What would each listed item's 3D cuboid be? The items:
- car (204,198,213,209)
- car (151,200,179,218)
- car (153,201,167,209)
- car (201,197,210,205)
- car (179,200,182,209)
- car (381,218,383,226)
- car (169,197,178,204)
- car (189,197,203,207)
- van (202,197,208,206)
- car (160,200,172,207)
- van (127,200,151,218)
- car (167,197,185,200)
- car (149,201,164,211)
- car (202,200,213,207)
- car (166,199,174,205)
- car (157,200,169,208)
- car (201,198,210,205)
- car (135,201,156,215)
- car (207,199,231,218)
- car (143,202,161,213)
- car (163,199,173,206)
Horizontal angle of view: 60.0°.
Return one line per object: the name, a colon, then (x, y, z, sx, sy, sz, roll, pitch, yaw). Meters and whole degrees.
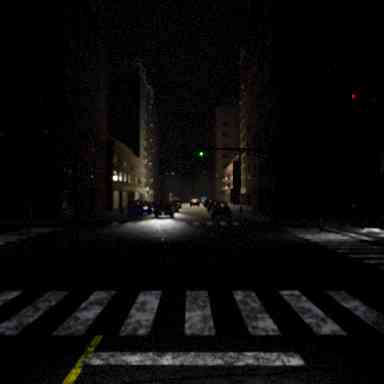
car: (3.024, 1.932, 45.718, 1.967, 1.590, 4.097, 0, -1, 0)
car: (-2.821, 1.866, 34.928, 2.128, 1.511, 4.902, 0, -1, 1)
car: (-5.410, 2.178, 57.117, 1.947, 1.339, 4.313, 0, -1, 0)
car: (3.344, 2.221, 85.401, 2.192, 1.841, 5.009, 0, -1, 0)
car: (-2.738, 2.084, 45.005, 1.895, 1.301, 4.718, 0, -1, 0)
car: (15.428, 1.798, 21.676, 5.357, 1.411, 2.033, 0, -1, 0)
car: (-5.135, 2.278, 91.127, 2.192, 1.841, 5.009, 0, -1, 0)
car: (0.508, 2.180, 64.375, 2.128, 1.511, 4.902, 0, -1, 0)
van: (3.115, 1.953, 57.057, 1.690, 1.788, 3.998, 0, -1, 0)
car: (-5.318, 2.296, 68.453, 1.947, 1.339, 4.313, 0, -1, 0)
van: (-5.593, 1.710, 34.448, 1.690, 1.788, 3.998, 0, -1, 0)
car: (-2.655, 2.095, 55.155, 1.837, 1.490, 4.892, 0, 0, 0)
car: (-5.455, 2.134, 51.449, 1.802, 1.307, 4.206, 0, -1, 0)
car: (3.207, 2.282, 68.392, 2.008, 1.369, 4.403, 0, -1, 0)
car: (-5.228, 2.371, 79.619, 1.752, 1.417, 4.829, 0, -1, 0)
car: (-5.365, 2.195, 62.615, 1.752, 1.417, 4.829, 0, -1, 0)
car: (3.299, 2.288, 79.731, 1.967, 1.590, 4.097, 0, -1, 0)
car: (-5.547, 1.871, 40.115, 1.967, 1.590, 4.097, 0, -1, 0)
car: (2.933, 1.810, 34.381, 1.967, 1.590, 4.097, 0, -1, 0)
car: (-5.501, 2.057, 45.782, 1.947, 1.339, 4.313, 0, -1, 0)
car: (-5.272, 2.333, 74.120, 1.887, 1.381, 4.507, 0, -1, 0)
